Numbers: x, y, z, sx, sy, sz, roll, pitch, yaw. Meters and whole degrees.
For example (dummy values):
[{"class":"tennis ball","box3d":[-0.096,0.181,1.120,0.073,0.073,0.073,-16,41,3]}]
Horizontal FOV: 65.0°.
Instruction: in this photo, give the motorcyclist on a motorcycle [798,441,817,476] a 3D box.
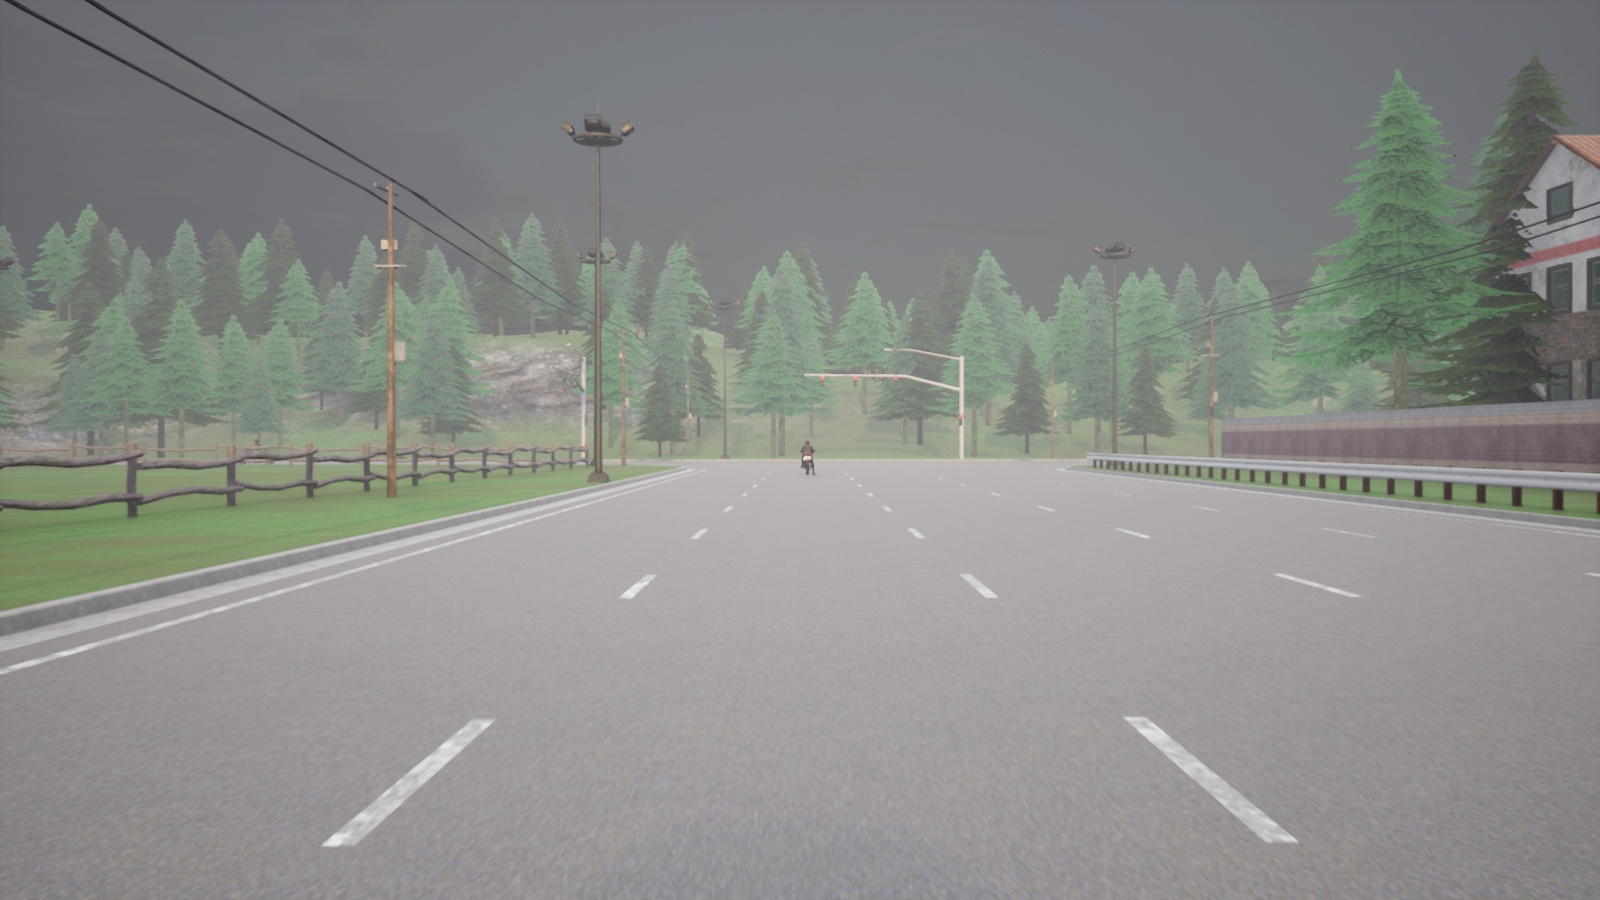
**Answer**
[{"class":"motorcyclist on a motorcycle","box3d":[0.324,0.360,54.659,0.797,1.523,2.044,0,0,0]}]
